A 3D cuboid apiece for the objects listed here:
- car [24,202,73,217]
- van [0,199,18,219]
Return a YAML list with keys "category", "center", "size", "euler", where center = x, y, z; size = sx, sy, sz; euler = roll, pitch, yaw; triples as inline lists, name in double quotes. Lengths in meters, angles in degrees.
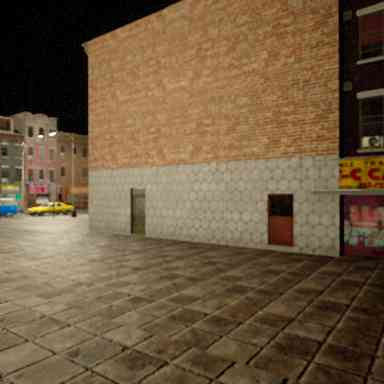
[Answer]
- category: "car"
  center: [-14.152, 1.652, 33.262]
  size: [1.752, 1.417, 4.829]
  euler: [0, 0, 36]
- category: "van"
  center: [-17.324, 1.472, 28.840]
  size: [1.690, 1.788, 3.998]
  euler: [0, 0, 36]
